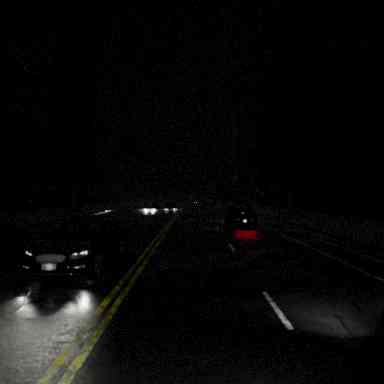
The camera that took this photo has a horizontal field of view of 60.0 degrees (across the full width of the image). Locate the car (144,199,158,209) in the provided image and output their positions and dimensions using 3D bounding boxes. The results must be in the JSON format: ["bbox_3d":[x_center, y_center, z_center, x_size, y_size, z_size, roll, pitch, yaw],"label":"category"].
[{"bbox_3d":[-6.569,1.881,53.449,2.128,1.511,4.902,0,-1,0],"label":"car"}]

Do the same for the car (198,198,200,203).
[{"bbox_3d":[3.235,2.531,87.166,2.128,1.511,4.902,0,-1,0],"label":"car"}]

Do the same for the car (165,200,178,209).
[{"bbox_3d":[-3.318,1.940,53.723,2.033,1.411,5.357,0,-1,1],"label":"car"}]

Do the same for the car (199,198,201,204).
[{"bbox_3d":[3.237,2.376,76.160,1.994,1.385,4.181,0,-1,0],"label":"car"}]

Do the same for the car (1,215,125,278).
[{"bbox_3d":[-3.351,1.499,10.247,2.128,1.511,4.902,0,0,0],"label":"car"}]

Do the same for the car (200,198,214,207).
[{"bbox_3d":[3.239,2.100,65.187,2.163,1.488,4.792,0,-1,0],"label":"car"}]

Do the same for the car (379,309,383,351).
[{"bbox_3d":[3.347,1.502,2.375,1.837,1.490,4.892,0,0,0],"label":"car"}]

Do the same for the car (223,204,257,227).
[{"bbox_3d":[3.344,1.582,23.406,1.837,1.490,4.892,0,0,0],"label":"car"}]

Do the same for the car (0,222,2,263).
[{"bbox_3d":[-6.601,1.570,9.917,1.994,1.385,4.181,0,0,0],"label":"car"}]
